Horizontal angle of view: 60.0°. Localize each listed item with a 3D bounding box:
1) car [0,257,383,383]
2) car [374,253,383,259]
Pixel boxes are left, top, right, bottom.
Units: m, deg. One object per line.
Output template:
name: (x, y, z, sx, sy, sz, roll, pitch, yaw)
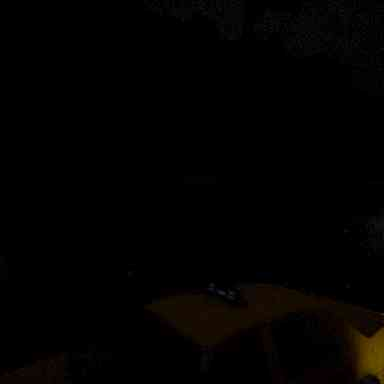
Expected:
car: (0.070, 1.528, 2.857, 4.829, 1.417, 1.752, 0, 1, -36)
car: (4.577, 1.559, 6.096, 4.507, 1.381, 1.887, 0, 0, -36)
